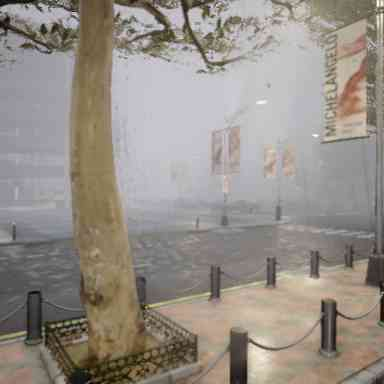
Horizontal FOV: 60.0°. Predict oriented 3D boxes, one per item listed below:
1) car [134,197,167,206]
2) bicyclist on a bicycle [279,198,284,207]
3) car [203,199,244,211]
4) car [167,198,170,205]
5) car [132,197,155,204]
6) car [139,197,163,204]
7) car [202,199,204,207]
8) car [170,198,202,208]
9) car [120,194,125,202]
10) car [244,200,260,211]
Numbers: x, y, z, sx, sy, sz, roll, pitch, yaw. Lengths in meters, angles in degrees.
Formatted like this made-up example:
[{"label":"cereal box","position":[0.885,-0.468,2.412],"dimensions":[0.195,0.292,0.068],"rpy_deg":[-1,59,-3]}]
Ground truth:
[{"label":"car","position":[-7.818,1.915,62.381],"dimensions":[5.357,1.411,2.033],"rpy_deg":[0,-1,41]},{"label":"bicyclist on a bicycle","position":[16.390,1.897,61.228],"dimensions":[1.656,1.620,0.582],"rpy_deg":[1,0,-36]},{"label":"car","position":[4.421,1.925,47.065],"dimensions":[2.033,1.411,5.357],"rpy_deg":[1,-1,-36]},{"label":"car","position":[-4.400,1.904,63.957],"dimensions":[4.902,1.511,2.128],"rpy_deg":[0,-1,44]},{"label":"car","position":[-10.670,1.941,73.219],"dimensions":[4.674,1.442,1.812],"rpy_deg":[0,0,26]},{"label":"car","position":[-9.443,1.978,76.514],"dimensions":[4.902,1.511,2.128],"rpy_deg":[0,0,26]},{"label":"car","position":[2.271,1.946,55.942],"dimensions":[1.812,1.442,4.674],"rpy_deg":[1,-1,-37]},{"label":"car","position":[-1.028,1.730,54.497],"dimensions":[2.097,1.767,4.553],"rpy_deg":[1,-1,-37]},{"label":"car","position":[-18.979,1.551,80.256],"dimensions":[5.566,2.045,2.150],"rpy_deg":[0,0,11]},{"label":"car","position":[7.734,1.898,48.442],"dimensions":[1.882,1.535,5.008],"rpy_deg":[1,-1,-37]}]
